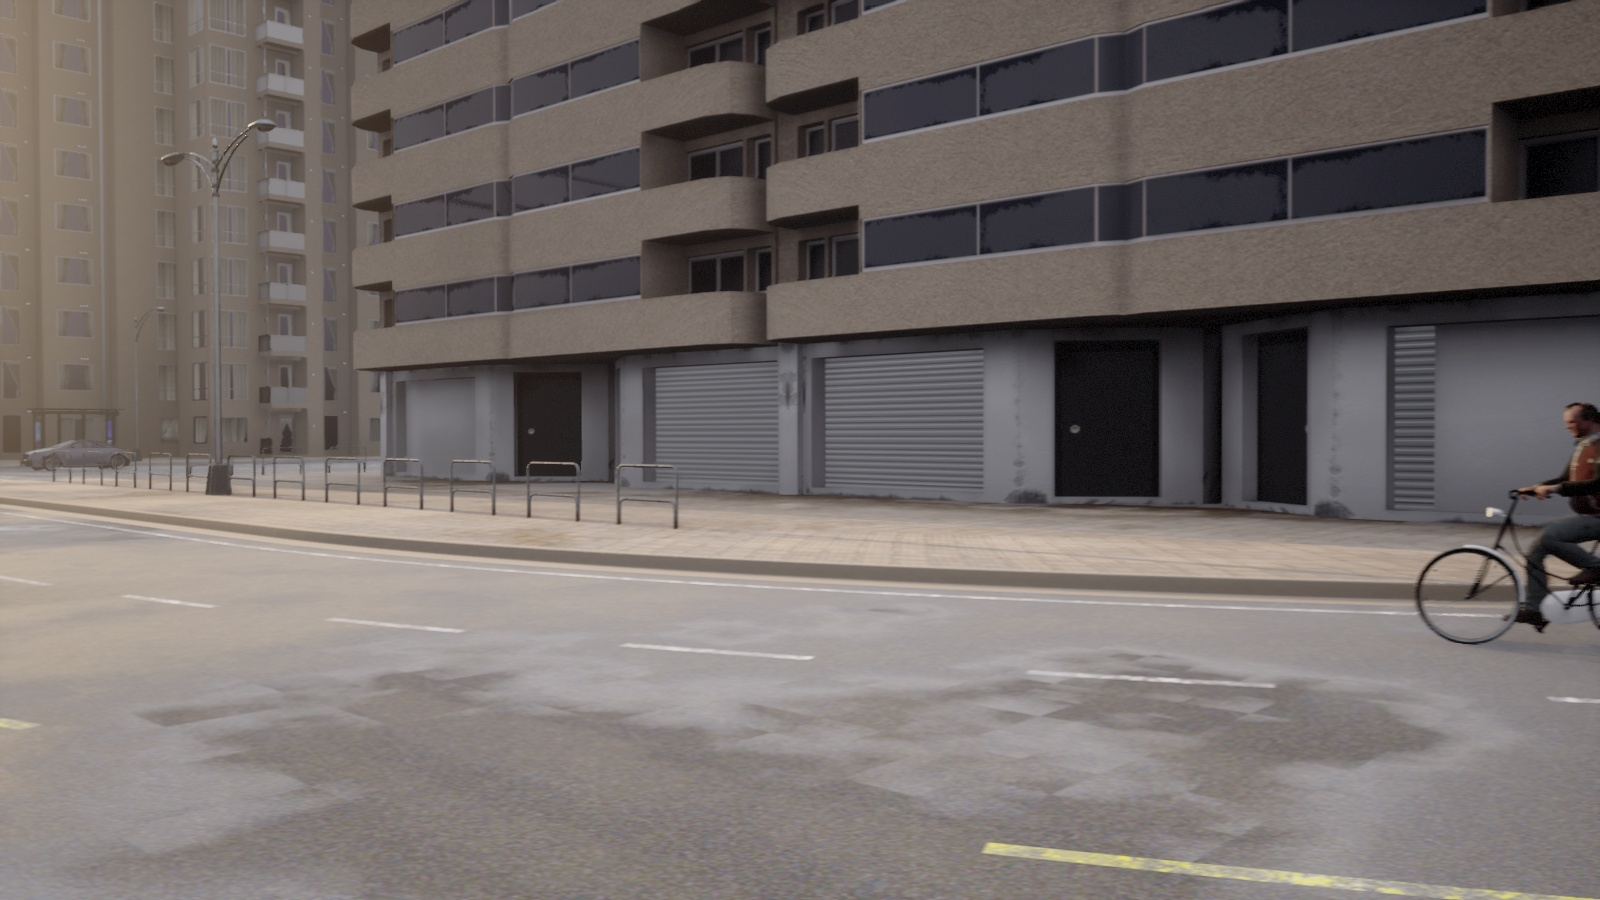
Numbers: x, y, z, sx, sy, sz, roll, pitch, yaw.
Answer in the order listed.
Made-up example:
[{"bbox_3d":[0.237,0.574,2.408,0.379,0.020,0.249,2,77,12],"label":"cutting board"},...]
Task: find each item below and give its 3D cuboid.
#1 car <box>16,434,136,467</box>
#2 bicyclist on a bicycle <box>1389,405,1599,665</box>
[{"bbox_3d":[-31.874,-0.025,55.343,1.994,1.385,4.181,1,1,42],"label":"car"},{"bbox_3d":[5.295,0.582,8.973,1.843,1.776,0.659,1,0,13],"label":"bicyclist on a bicycle"}]
